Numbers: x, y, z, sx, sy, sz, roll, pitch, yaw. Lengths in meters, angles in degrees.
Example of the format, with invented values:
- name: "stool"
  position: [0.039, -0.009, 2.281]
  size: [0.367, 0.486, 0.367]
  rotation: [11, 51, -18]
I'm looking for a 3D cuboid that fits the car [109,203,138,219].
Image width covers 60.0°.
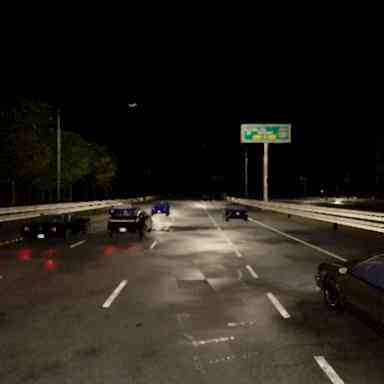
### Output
- name: "car"
  position: [-6.791, 1.863, 33.257]
  size: [1.895, 1.301, 4.718]
  rotation: [0, 0, 0]

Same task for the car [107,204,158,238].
- name: "car"
  position: [-3.365, 1.650, 18.665]
  size: [2.128, 1.511, 4.902]
  rotation: [0, 0, 0]

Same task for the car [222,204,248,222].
- name: "car"
  position: [3.686, 1.783, 29.117]
  size: [2.033, 1.411, 5.357]
  rotation: [0, 0, 0]

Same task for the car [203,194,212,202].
- name: "car"
  position: [4.307, 1.903, 88.611]
  size: [1.837, 1.490, 4.892]
  rotation: [0, 0, 1]

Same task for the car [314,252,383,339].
- name: "car"
  position: [3.600, 1.592, 4.856]
  size: [2.033, 1.411, 5.357]
  rotation: [0, -1, 0]

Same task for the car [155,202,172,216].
- name: "car"
  position: [-3.272, 1.803, 35.667]
  size: [1.812, 1.442, 4.674]
  rotation: [0, 0, 0]

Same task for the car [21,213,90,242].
- name: "car"
  position: [-6.871, 1.749, 17.387]
  size: [1.895, 1.301, 4.718]
  rotation: [0, 0, 0]
